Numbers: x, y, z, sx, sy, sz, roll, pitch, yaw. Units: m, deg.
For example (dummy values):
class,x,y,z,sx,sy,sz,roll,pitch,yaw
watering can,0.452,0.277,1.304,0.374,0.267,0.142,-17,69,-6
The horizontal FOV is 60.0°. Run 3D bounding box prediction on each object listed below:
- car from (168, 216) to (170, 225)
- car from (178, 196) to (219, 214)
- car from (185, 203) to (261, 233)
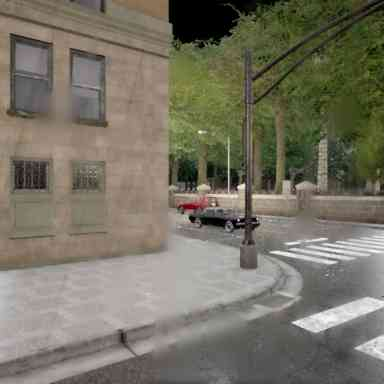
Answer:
class,x,y,z,sx,sy,sz,roll,pitch,yaw
car,-3.169,1.544,22.284,1.947,1.339,4.313,0,0,-35
car,0.601,1.285,31.822,2.192,1.841,5.009,0,0,-35
car,1.846,1.585,19.878,1.895,1.301,4.718,0,0,-35
